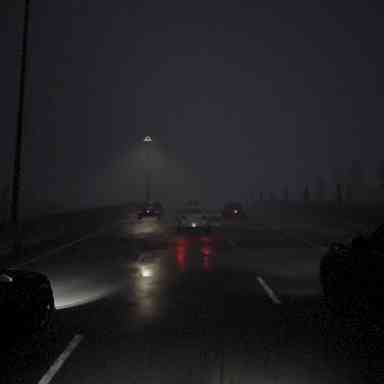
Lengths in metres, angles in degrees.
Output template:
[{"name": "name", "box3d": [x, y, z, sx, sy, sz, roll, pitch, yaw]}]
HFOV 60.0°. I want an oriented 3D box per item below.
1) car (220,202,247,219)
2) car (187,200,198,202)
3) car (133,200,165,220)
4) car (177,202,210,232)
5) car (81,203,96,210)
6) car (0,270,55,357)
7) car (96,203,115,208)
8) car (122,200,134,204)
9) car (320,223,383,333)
[{"name": "car", "box3d": [3.598, 1.571, 29.418, 1.994, 1.385, 4.181, 0, 0, 0]}, {"name": "car", "box3d": [0.097, 1.691, 41.463, 2.033, 1.411, 5.357, 0, -2, 0]}, {"name": "car", "box3d": [-3.402, 1.554, 28.336, 2.033, 1.411, 5.357, 0, 0, 0]}, {"name": "car", "box3d": [0.099, 1.530, 20.026, 1.812, 1.442, 4.674, 0, 0, 0]}, {"name": "car", "box3d": [-17.543, 2.659, 57.467, 1.812, 1.442, 4.674, 0, -5, 1]}, {"name": "car", "box3d": [-3.400, 1.565, 4.164, 1.994, 1.385, 4.181, 0, 0, 0]}, {"name": "car", "box3d": [-14.057, 2.541, 56.548, 2.128, 1.511, 4.902, 0, -5, 1]}, {"name": "car", "box3d": [-10.557, 2.265, 56.517, 2.150, 2.045, 5.566, 0, -5, 1]}, {"name": "car", "box3d": [3.600, 1.223, 4.213, 2.150, 2.045, 5.566, 0, 0, 0]}]
